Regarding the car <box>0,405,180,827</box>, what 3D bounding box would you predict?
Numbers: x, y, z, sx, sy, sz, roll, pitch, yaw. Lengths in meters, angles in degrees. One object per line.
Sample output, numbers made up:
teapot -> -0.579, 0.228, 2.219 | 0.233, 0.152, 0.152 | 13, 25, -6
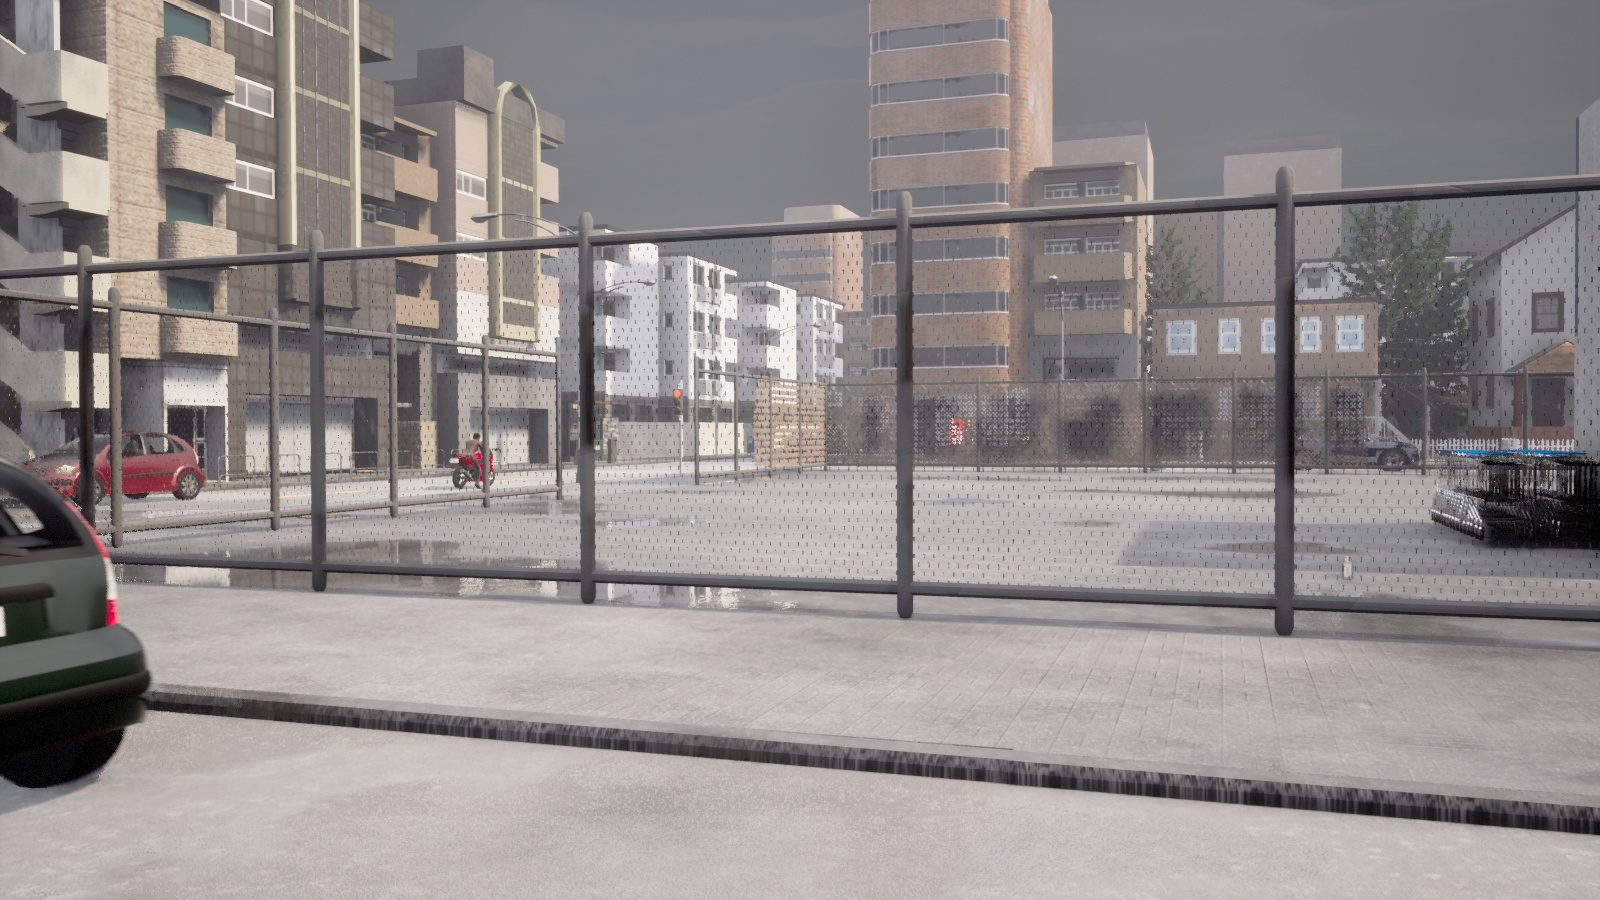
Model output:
car -> -4.964, 0.620, 5.383 | 3.988, 1.617, 1.851 | 1, 1, 19

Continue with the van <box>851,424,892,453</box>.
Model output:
van -> 5.052, -0.824, 88.797 | 1.775, 1.987, 4.442 | 1, 1, 19

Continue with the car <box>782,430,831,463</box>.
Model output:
car -> 0.276, -0.194, 61.091 | 2.128, 1.511, 4.902 | 0, 1, -3

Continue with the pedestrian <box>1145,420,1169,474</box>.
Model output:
pedestrian -> 12.125, -0.101, 42.658 | 0.703, 1.840, 0.431 | 1, 1, 28

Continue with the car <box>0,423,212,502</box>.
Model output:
car -> -15.348, 0.220, 27.950 | 1.851, 1.617, 3.988 | 1, 1, 18

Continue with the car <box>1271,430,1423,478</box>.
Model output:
car -> 19.504, 0.109, 44.994 | 4.856, 1.649, 2.033 | 1, 1, 20

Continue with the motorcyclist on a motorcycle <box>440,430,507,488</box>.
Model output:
motorcyclist on a motorcycle -> -8.945, 0.223, 34.468 | 0.797, 1.523, 2.044 | 1, 1, 19

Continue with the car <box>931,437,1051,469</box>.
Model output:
car -> 8.074, 0.108, 53.025 | 4.718, 1.301, 1.895 | 1, 1, 19
